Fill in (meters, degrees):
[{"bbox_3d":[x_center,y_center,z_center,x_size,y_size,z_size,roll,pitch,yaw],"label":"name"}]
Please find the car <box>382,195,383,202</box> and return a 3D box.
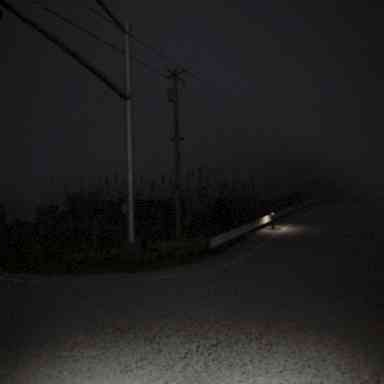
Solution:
[{"bbox_3d":[28.636,0.815,48.116,1.895,1.301,4.718,-1,-1,29],"label":"car"}]
